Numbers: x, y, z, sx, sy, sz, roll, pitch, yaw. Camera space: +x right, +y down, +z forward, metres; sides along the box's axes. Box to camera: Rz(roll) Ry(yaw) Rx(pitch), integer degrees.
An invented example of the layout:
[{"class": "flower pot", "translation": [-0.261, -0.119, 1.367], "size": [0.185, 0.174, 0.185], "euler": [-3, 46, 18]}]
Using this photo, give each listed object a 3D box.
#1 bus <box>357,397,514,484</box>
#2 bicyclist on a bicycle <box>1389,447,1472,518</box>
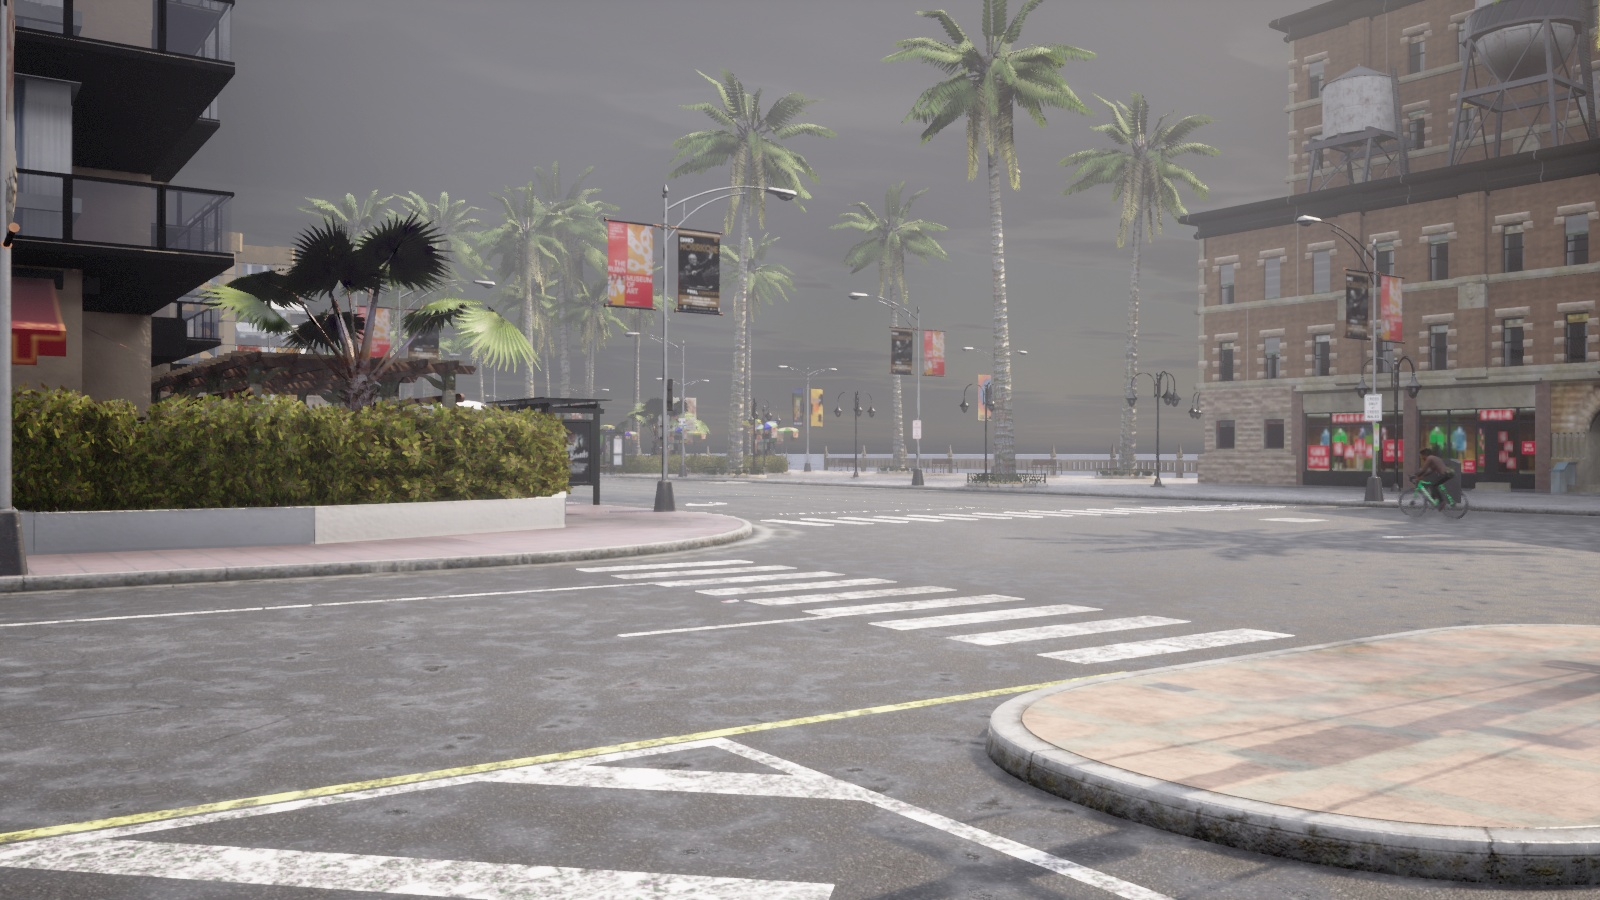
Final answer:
[{"class": "bus", "translation": [-19.438, -0.428, 66.426], "size": [3.944, 4.253, 10.273], "euler": [0, 0, -42]}, {"class": "bicyclist on a bicycle", "translation": [14.755, 0.738, 29.429], "size": [0.582, 1.620, 1.656], "euler": [0, 0, -34]}]
